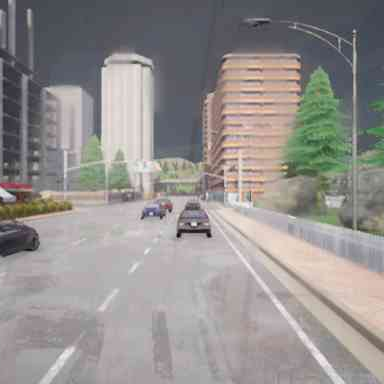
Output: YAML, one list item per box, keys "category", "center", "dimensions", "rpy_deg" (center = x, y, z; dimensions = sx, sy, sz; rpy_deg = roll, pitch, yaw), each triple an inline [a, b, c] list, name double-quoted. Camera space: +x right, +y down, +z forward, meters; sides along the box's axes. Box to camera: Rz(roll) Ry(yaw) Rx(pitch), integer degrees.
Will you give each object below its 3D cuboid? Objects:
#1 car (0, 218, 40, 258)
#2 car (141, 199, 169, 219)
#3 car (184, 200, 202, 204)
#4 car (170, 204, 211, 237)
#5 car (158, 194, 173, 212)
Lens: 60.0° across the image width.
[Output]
- category: "car"
  center: [-7.046, 1.612, 11.496]
  dimensions: [1.994, 1.385, 4.181]
  rpy_deg: [0, 0, 1]
- category: "car"
  center: [-3.403, 1.653, 29.964]
  dimensions: [1.812, 1.442, 4.674]
  rpy_deg: [0, 0, 0]
- category: "car"
  center: [0.111, 1.669, 38.787]
  dimensions: [1.837, 1.490, 4.892]
  rpy_deg: [0, 0, 1]
- category: "car"
  center: [0.095, 1.627, 18.680]
  dimensions: [2.033, 1.411, 5.357]
  rpy_deg: [0, 0, 0]
- category: "car"
  center: [-3.498, 1.528, 41.387]
  dimensions: [2.097, 1.767, 4.553]
  rpy_deg: [0, 0, -1]
